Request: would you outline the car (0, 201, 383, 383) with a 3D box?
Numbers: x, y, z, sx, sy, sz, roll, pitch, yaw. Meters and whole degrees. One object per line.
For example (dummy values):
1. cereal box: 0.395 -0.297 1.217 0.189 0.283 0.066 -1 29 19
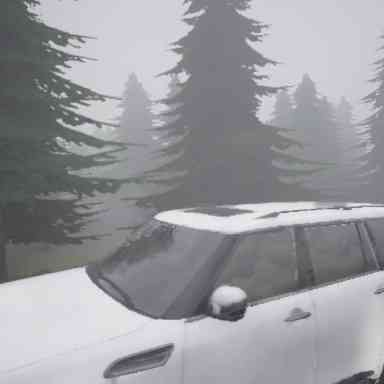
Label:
1. car: 0.408 1.164 3.550 5.566 2.045 2.150 0 1 -30
